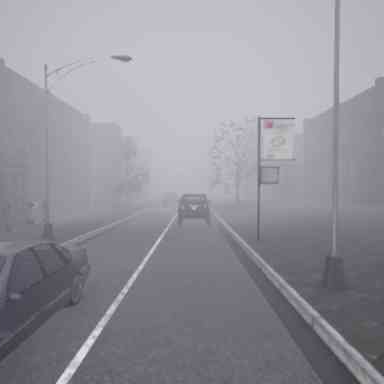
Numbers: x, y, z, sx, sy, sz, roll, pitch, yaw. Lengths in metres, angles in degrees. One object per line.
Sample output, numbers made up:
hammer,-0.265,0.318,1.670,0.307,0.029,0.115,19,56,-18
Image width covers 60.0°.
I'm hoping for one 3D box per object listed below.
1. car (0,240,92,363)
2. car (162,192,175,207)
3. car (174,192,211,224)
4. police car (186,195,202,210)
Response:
car,-3.134,1.527,5.157,2.033,1.411,5.357,0,0,0
car,-2.944,1.010,46.578,2.150,2.045,5.566,0,0,0
car,0.158,1.115,23.543,2.150,2.045,5.566,0,0,1
police car,0.223,1.235,41.834,1.930,1.638,5.238,0,0,0
